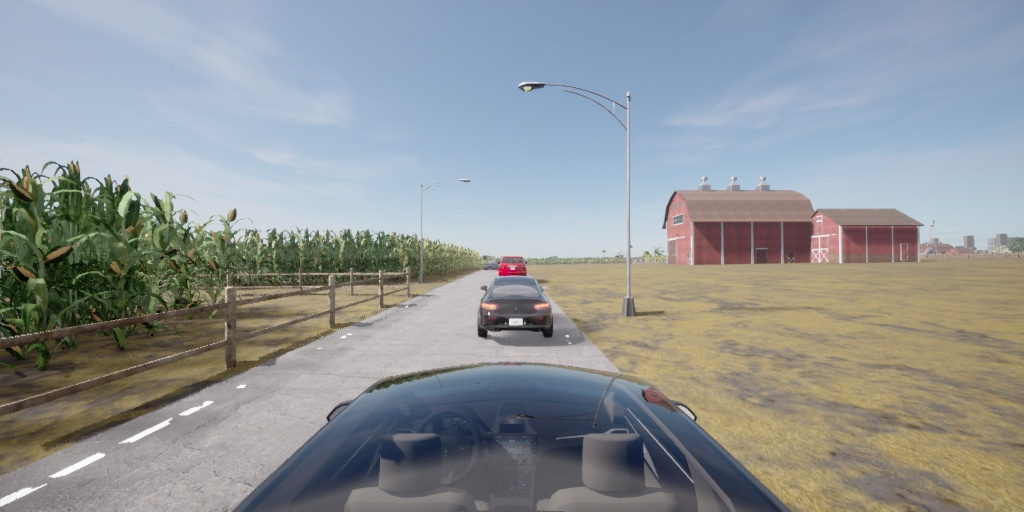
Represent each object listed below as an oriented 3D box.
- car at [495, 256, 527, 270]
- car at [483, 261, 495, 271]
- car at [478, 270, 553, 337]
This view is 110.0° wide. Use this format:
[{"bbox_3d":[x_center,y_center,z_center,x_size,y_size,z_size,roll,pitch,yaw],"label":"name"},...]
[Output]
[{"bbox_3d":[0.045,0.995,28.635,2.150,2.045,5.566,0,0,0],"label":"car"},{"bbox_3d":[-2.914,1.445,50.137,1.994,1.385,4.181,0,-1,0],"label":"car"},{"bbox_3d":[0.071,1.280,10.150,1.812,1.442,4.674,0,0,0],"label":"car"}]
